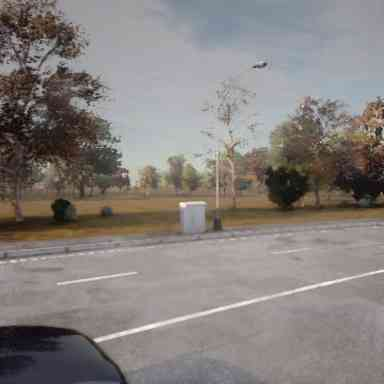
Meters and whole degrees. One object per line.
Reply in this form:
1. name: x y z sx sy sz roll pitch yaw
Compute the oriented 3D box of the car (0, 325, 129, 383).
1. car: -2.384 1.553 1.938 4.181 1.385 1.994 0 0 -36
